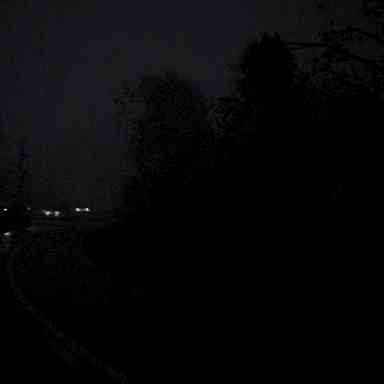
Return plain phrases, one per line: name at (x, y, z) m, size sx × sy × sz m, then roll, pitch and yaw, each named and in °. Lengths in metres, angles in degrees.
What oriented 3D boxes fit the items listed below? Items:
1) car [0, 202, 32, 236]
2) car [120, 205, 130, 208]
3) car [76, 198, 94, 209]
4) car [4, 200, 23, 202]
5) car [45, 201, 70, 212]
car at (-9.727, 1.441, 16.206) m, size 2.033 × 1.411 × 5.357 m, roll 0°, pitch 0°, yaw -5°
car at (-13.086, 2.221, 66.377) m, size 2.150 × 2.045 × 5.566 m, roll 0°, pitch -1°, yaw -4°
car at (-19.781, 2.108, 61.943) m, size 2.150 × 2.045 × 5.566 m, roll 0°, pitch -2°, yaw -4°
car at (-17.973, 1.621, 33.124) m, size 1.837 × 1.490 × 4.892 m, roll 0°, pitch -1°, yaw -3°
car at (-18.792, 2.020, 46.672) m, size 2.033 × 1.411 × 5.357 m, roll 0°, pitch -2°, yaw -3°
